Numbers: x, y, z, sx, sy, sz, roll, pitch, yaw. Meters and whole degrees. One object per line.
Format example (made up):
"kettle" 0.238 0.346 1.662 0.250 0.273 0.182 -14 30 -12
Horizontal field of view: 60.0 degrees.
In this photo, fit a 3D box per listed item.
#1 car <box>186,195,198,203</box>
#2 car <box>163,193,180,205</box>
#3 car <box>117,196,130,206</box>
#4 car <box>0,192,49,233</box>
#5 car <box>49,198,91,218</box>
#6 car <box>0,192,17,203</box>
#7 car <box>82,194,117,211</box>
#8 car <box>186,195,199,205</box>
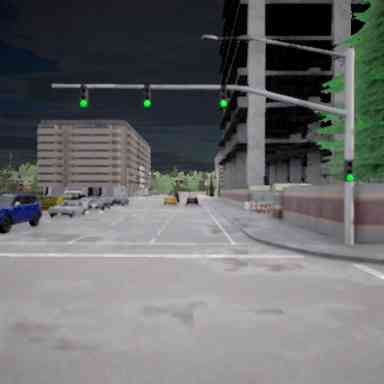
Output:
"car" 0.043 1.268 62.717 2.128 1.511 4.902 0 0 0
"car" -3.435 1.277 52.728 1.882 1.535 5.008 0 0 0
"car" -10.477 1.343 48.920 2.033 1.411 5.357 0 0 0
"car" -10.587 1.108 18.944 2.150 2.045 5.566 0 0 0
"car" -10.579 1.458 28.708 1.895 1.301 4.718 0 0 0
"car" -32.243 0.935 56.079 4.605 1.855 1.932 0 0 0
"car" -10.554 1.319 38.345 2.128 1.511 4.902 0 0 0
"car" 0.059 1.286 52.432 1.882 1.535 5.008 0 0 0
